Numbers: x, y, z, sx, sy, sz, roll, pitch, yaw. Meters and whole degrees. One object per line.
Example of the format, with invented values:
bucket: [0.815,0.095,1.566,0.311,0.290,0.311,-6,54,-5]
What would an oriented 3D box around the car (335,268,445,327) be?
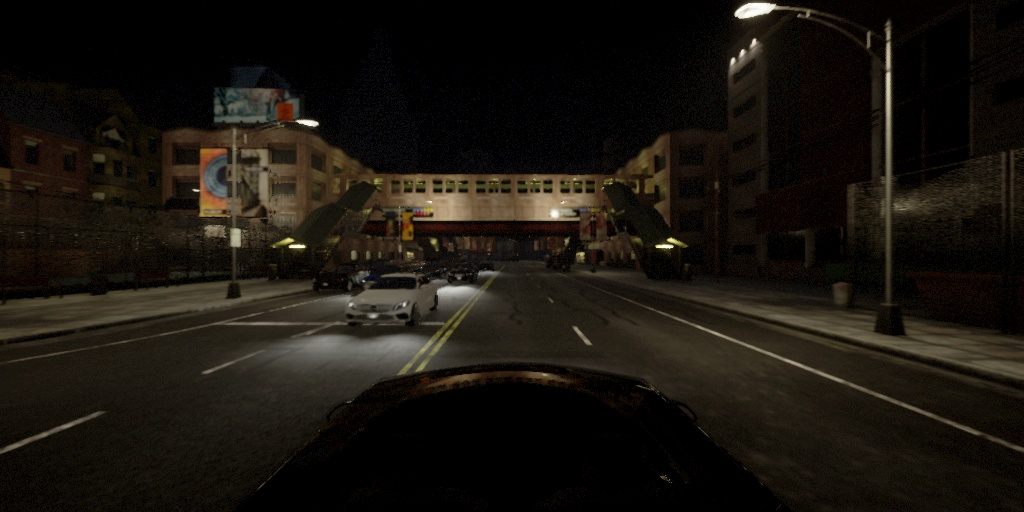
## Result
car: [-3.600,1.274,11.621,1.812,1.442,4.674,0,0,0]

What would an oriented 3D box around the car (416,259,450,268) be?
car: [-7.093,1.269,32.851,1.812,1.442,4.674,0,0,0]

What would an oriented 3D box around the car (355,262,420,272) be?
car: [-6.984,1.272,20.614,1.812,1.442,4.674,0,0,0]

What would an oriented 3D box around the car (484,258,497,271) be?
car: [-3.463,1.342,49.295,1.895,1.301,4.718,0,0,1]

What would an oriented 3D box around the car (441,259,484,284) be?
car: [-3.596,1.235,26.914,2.128,1.511,4.902,0,0,0]
